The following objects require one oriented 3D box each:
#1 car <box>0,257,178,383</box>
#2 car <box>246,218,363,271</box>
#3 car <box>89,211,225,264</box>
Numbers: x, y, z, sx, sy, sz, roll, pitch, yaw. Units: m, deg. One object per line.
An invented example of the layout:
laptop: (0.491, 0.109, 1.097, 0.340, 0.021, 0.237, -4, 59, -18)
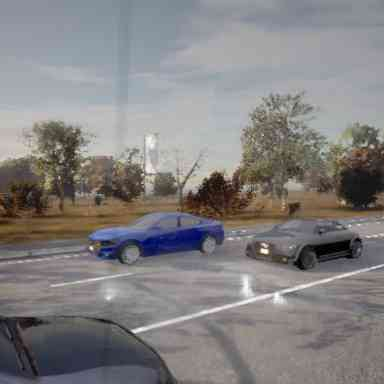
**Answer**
car: (-2.109, 1.564, 2.242, 4.181, 1.385, 1.994, 0, 0, -36)
car: (3.766, 1.563, 10.980, 4.181, 1.385, 1.994, 0, 0, -36)
car: (-1.092, 1.477, 11.814, 5.008, 1.535, 1.882, 0, 0, -36)
